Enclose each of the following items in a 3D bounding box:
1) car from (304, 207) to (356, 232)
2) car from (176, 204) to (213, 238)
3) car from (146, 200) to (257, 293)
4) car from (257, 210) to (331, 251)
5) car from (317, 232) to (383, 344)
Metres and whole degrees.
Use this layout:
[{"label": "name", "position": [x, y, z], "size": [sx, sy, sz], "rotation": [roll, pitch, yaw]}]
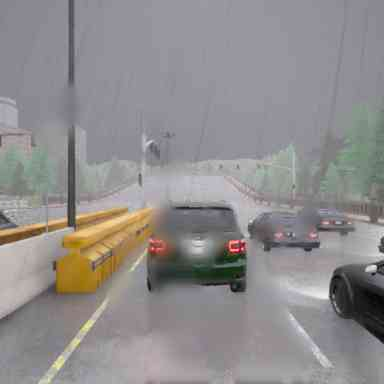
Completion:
[{"label": "car", "position": [7.116, 1.547, 18.654], "size": [2.033, 1.411, 5.357], "rotation": [0, 0, 0]}, {"label": "car", "position": [0.119, 1.505, 18.881], "size": [1.837, 1.490, 4.892], "rotation": [0, 0, 0]}, {"label": "car", "position": [0.110, 1.222, 9.030], "size": [2.150, 2.045, 5.566], "rotation": [0, 0, 0]}, {"label": "car", "position": [3.615, 1.547, 13.990], "size": [2.033, 1.411, 5.357], "rotation": [0, 0, 0]}, {"label": "car", "position": [3.608, 1.564, 4.715], "size": [1.994, 1.385, 4.181], "rotation": [0, 0, 0]}]
